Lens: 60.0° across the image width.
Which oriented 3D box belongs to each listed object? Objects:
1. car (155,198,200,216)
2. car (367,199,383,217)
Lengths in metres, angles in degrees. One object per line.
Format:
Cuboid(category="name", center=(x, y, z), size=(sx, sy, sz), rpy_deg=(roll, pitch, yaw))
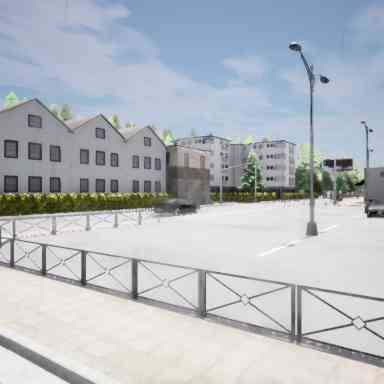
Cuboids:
Cuboid(category="car", center=(-1.222, 1.286, 29.851), size=(1.882, 1.535, 5.008), rpy_deg=(0, 0, 35))
Cuboid(category="car", center=(15.399, 1.298, 26.827), size=(2.007, 1.523, 4.514), rpy_deg=(0, 0, 35))
